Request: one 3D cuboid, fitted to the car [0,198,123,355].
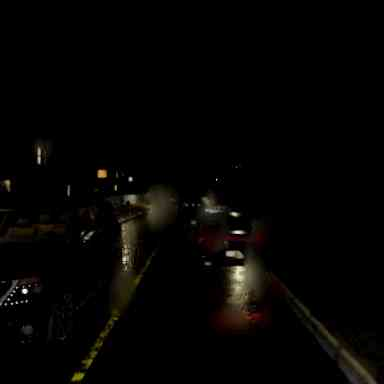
[{"bbox_3d":[-2.831,1.170,6.431,2.150,2.045,5.566,0,0,0],"label":"car"}]

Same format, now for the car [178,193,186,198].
[{"bbox_3d":[-2.475,0.901,84.033,1.895,1.301,4.718,0,0,0],"label":"car"}]

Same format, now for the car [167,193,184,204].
[{"bbox_3d":[-2.672,1.079,50.346,2.128,1.511,4.902,0,0,0],"label":"car"}]

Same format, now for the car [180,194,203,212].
[{"bbox_3d":[0.155,1.271,34.143,2.033,1.411,5.357,0,0,1],"label":"car"}]

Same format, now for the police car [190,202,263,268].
[{"bbox_3d":[0.995,1.335,11.029,1.930,1.638,5.238,0,0,0],"label":"police car"}]
